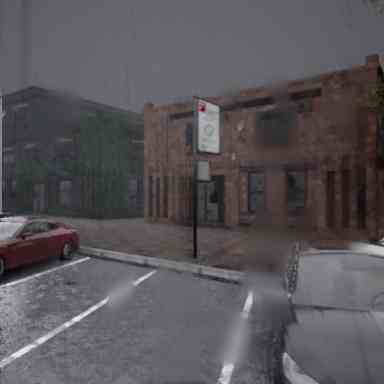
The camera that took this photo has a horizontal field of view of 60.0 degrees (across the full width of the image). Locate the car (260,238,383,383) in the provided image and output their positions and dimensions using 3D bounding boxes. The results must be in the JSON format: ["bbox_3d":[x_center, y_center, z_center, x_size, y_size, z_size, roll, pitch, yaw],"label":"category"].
[{"bbox_3d":[2.116,1.483,4.585,2.231,1.521,4.892,1,0,16],"label":"car"}]

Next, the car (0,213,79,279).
[{"bbox_3d":[-5.207,1.483,9.818,2.002,1.452,4.674,1,0,16],"label":"car"}]
